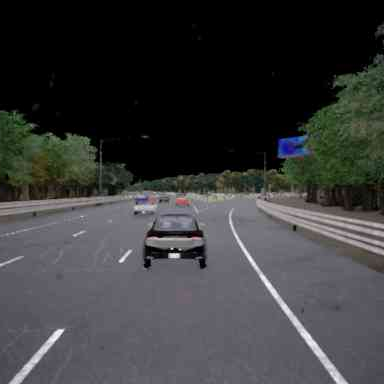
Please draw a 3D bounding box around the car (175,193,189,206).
[{"bbox_3d":[-1.615,1.284,54.974,2.097,1.767,4.553,0,0,-2],"label":"car"}]

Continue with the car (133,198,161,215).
[{"bbox_3d":[-4.477,1.530,32.690,1.895,1.301,4.718,0,0,-1],"label":"car"}]

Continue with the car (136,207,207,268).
[{"bbox_3d":[-0.534,1.482,11.291,2.128,1.511,4.902,0,0,-2],"label":"car"}]

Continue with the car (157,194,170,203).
[{"bbox_3d":[-5.423,1.426,65.628,1.837,1.490,4.892,1,-1,-3],"label":"car"}]

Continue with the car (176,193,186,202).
[{"bbox_3d":[-2.623,1.195,76.944,2.150,2.045,5.566,0,0,-4],"label":"car"}]

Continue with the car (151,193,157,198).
[{"bbox_3d":[-10.081,1.306,83.878,2.097,1.767,4.553,0,0,-4],"label":"car"}]

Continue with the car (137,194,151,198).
[{"bbox_3d":[-8.569,1.371,56.909,1.882,1.535,5.008,0,0,-2],"label":"car"}]
